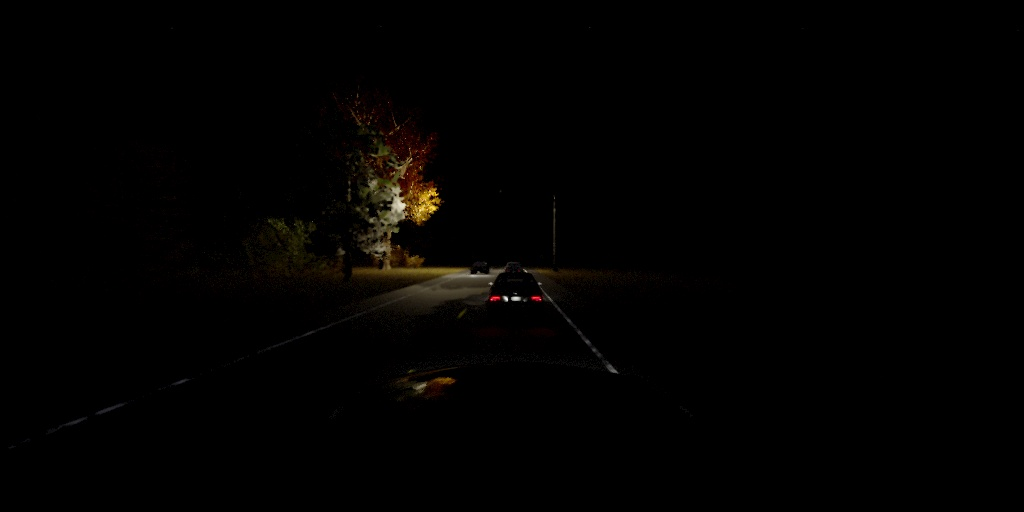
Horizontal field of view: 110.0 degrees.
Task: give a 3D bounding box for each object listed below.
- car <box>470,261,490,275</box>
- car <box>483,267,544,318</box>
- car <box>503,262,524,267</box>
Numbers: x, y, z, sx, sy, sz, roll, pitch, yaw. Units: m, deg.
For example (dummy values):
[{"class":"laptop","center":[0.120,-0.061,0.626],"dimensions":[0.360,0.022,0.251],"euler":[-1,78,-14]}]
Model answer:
[{"class":"car","center":[-3.481,1.316,40.184],"dimensions":[2.033,1.411,5.357],"euler":[0,0,1]},{"class":"car","center":[0.116,1.302,13.018],"dimensions":[2.033,1.411,5.357],"euler":[0,0,0]},{"class":"car","center":[0.147,1.292,34.701],"dimensions":[1.812,1.442,4.674],"euler":[0,0,0]}]
